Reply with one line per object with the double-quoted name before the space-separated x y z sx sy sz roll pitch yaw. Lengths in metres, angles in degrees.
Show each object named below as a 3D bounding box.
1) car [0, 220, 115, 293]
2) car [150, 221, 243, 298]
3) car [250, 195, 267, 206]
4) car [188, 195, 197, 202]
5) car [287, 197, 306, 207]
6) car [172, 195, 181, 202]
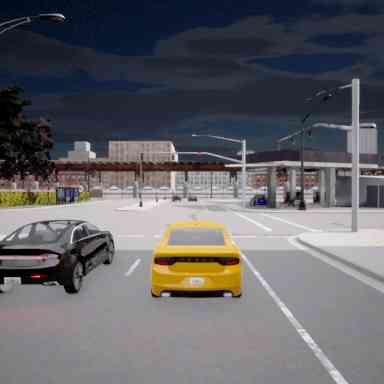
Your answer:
"car" -3.399 1.474 8.770 2.128 1.511 4.902 0 0 0
"car" 0.100 1.468 8.553 1.882 1.535 5.008 0 0 0
"car" 9.816 1.253 48.826 2.242 1.667 4.611 0 0 0
"car" 0.157 1.446 73.522 1.994 1.385 4.181 0 0 0
"car" 15.562 1.425 49.576 1.970 1.475 3.806 0 0 0
"car" -3.342 1.386 73.529 1.837 1.490 4.892 0 0 0
